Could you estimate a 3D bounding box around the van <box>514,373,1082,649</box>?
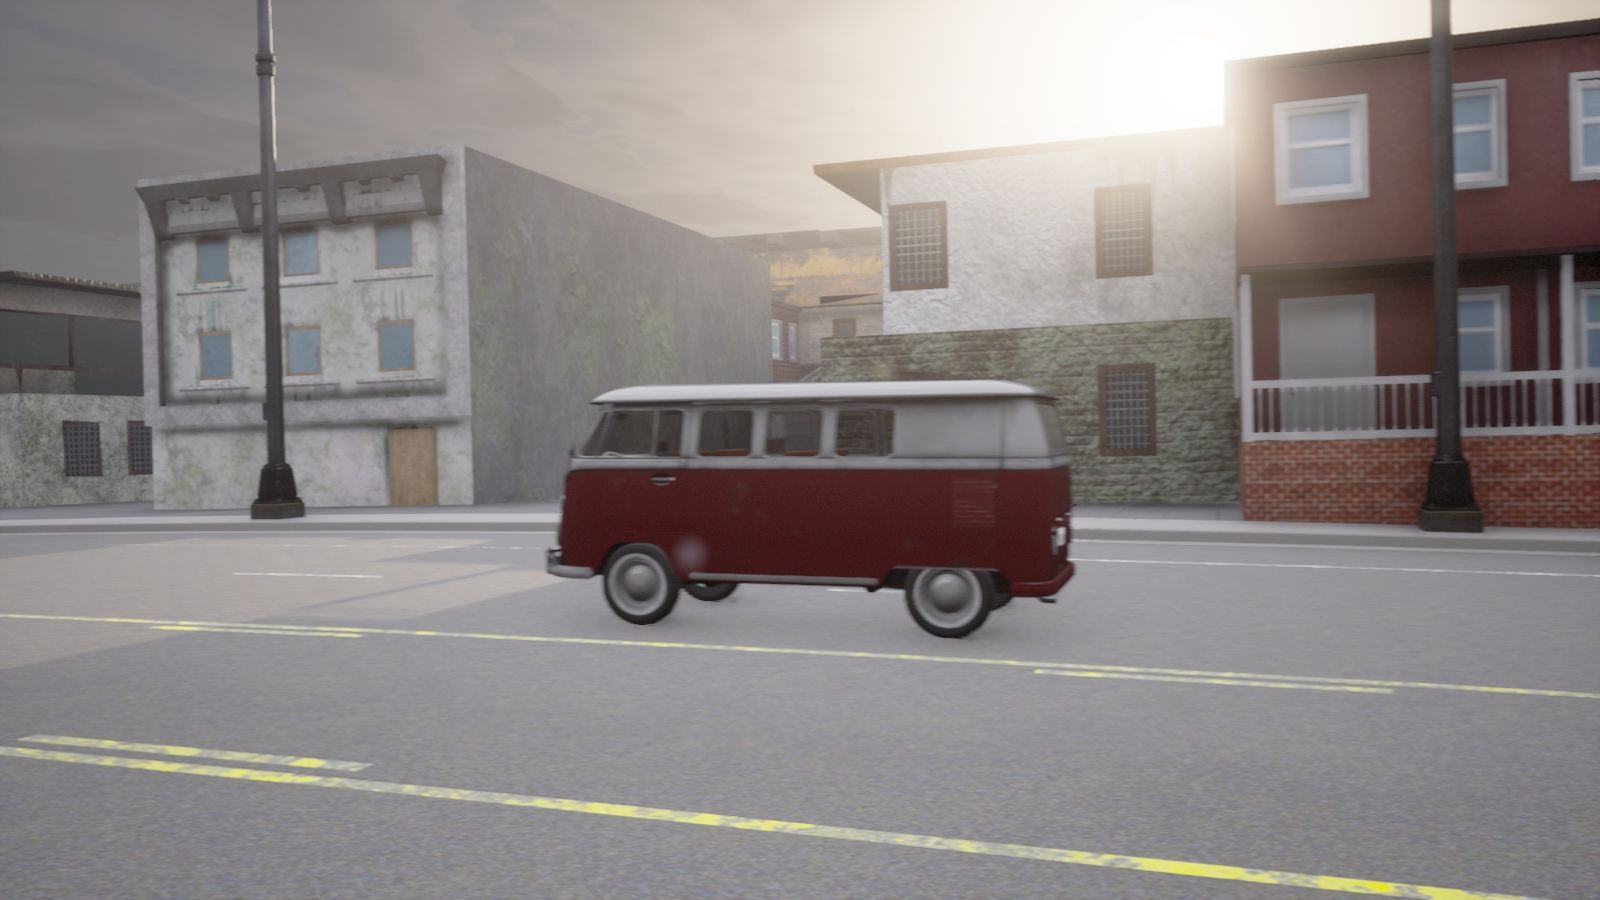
[{"bbox_3d":[0.019,0.419,10.571,4.442,1.987,1.775,0,1,18],"label":"van"}]
